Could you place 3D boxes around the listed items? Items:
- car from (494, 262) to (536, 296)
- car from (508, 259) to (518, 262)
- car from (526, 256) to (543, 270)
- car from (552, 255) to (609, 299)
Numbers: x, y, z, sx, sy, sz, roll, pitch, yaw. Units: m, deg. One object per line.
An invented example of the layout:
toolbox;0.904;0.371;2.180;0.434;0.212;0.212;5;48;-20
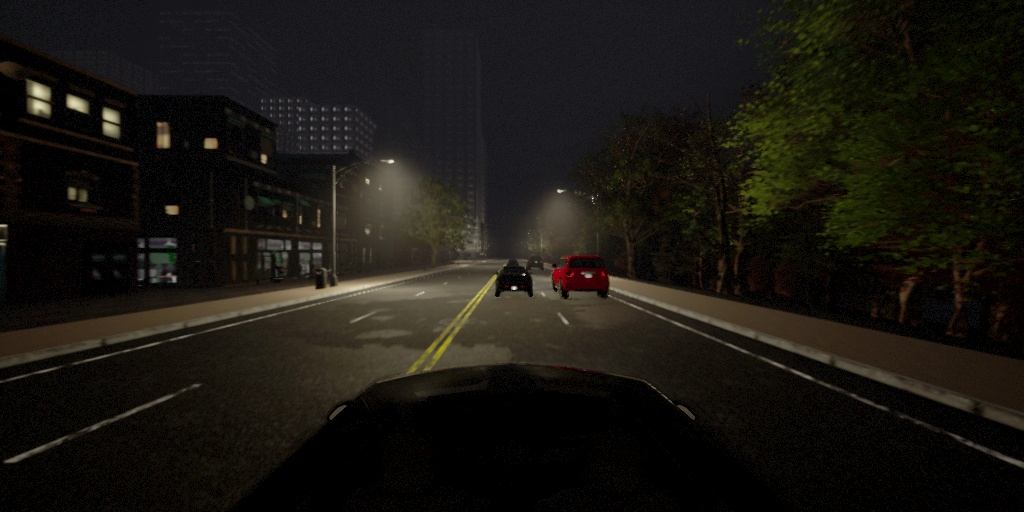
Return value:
car;0.108;1.261;19.423;1.837;1.490;4.892;0;0;0
car;0.122;1.272;55.077;1.837;1.490;4.892;0;0;0
car;3.370;0.988;52.613;2.150;2.045;5.566;0;0;0
car;3.358;0.977;18.439;2.150;2.045;5.566;0;0;0
